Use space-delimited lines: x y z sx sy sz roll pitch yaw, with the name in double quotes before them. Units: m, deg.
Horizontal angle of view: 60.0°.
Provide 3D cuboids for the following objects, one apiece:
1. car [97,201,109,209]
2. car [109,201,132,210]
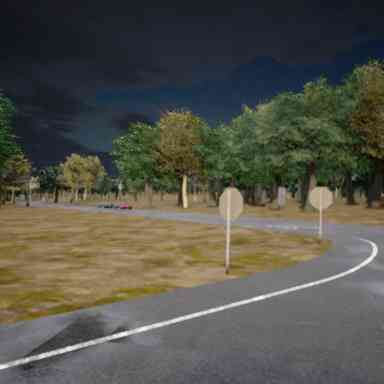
"car" -15.686 2.331 60.231 1.994 1.385 4.181 2 -2 -34
"car" -11.304 2.204 53.891 1.994 1.385 4.181 2 -2 -34
